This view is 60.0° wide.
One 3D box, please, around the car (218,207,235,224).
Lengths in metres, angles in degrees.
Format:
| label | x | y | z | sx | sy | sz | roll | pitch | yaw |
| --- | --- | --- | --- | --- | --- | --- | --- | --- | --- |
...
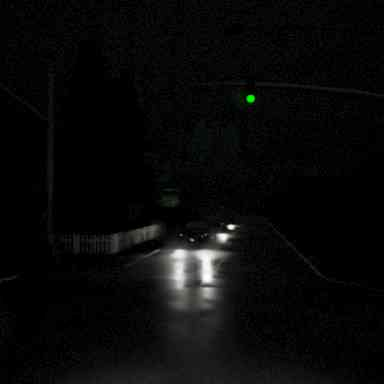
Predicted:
| label | x | y | z | sx | sy | sz | roll | pitch | yaw |
| --- | --- | --- | --- | --- | --- | --- | --- | --- | --- |
| car | 4.224 | 2.931 | 42.121 | 2.150 | 2.045 | 5.566 | -1 | -2 | 10 |

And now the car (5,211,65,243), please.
| label | x | y | z | sx | sy | sz | roll | pitch | yaw |
| --- | --- | --- | --- | --- | --- | --- | --- | --- | --- |
| car | -10.281 | 2.379 | 22.607 | 1.905 | 1.878 | 3.866 | -1 | -2 | 9 |

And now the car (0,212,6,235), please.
| label | x | y | z | sx | sy | sz | roll | pitch | yaw |
| --- | --- | --- | --- | --- | --- | --- | --- | --- | --- |
| car | -15.168 | 2.790 | 27.788 | 2.242 | 1.667 | 4.611 | -1 | -2 | 9 |

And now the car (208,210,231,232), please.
| label | x | y | z | sx | sy | sz | roll | pitch | yaw |
| --- | --- | --- | --- | --- | --- | --- | --- | --- | --- |
| car | 2.162 | 2.742 | 30.304 | 1.882 | 1.535 | 5.008 | -1 | -2 | 10 |

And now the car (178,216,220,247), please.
| label | x | y | z | sx | sy | sz | roll | pitch | yaw |
| --- | --- | --- | --- | --- | --- | --- | --- | --- | --- |
| car | 0.412 | 2.412 | 20.280 | 1.812 | 1.442 | 4.674 | -1 | -2 | 10 |

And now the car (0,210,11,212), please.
| label | x | y | z | sx | sy | sz | roll | pitch | yaw |
| --- | --- | --- | --- | --- | --- | --- | --- | --- | --- |
| car | -42.027 | 4.550 | 70.772 | 5.027 | 1.636 | 2.152 | -1 | -2 | 9 |
